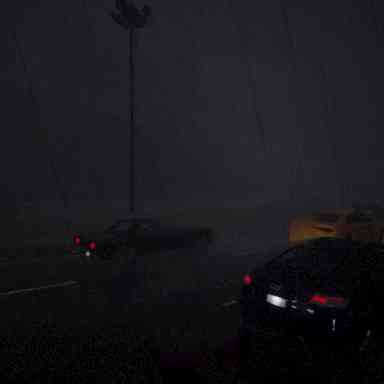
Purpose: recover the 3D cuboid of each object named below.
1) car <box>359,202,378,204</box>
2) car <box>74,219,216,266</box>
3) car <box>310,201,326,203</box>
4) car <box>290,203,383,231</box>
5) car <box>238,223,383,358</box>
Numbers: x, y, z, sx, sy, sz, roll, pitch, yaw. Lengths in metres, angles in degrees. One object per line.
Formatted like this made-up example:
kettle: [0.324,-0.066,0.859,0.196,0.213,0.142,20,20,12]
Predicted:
car: [12.390,1.416,23.344,4.181,1.385,1.994,-1,0,-43]
car: [-1.441,1.576,11.536,4.718,1.301,1.895,0,0,-37]
car: [15.997,1.336,42.329,1.994,1.385,4.181,0,0,41]
car: [5.807,1.403,12.877,5.008,1.535,1.882,-1,0,-39]
car: [2.820,1.529,6.023,4.181,1.385,1.994,0,0,-37]
